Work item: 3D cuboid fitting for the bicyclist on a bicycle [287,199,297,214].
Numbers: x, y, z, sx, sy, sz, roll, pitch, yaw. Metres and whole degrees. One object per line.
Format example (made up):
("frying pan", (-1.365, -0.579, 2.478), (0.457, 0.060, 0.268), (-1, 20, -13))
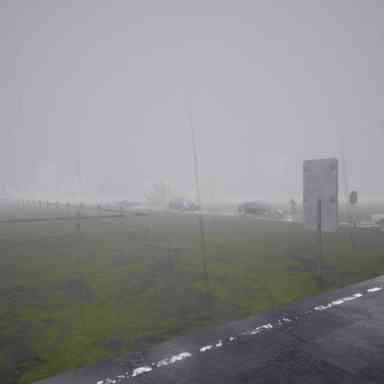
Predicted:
("bicyclist on a bicycle", (10.493, 1.511, 34.797), (1.656, 1.620, 0.582), (0, 0, -35))

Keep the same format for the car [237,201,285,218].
("car", (6.214, 1.549, 30.503), (2.128, 1.511, 4.902), (0, 0, -35))

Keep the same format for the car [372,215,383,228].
("car", (12.998, 1.621, 19.138), (1.895, 1.301, 4.718), (0, 0, -19))

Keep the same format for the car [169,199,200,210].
("car", (-1.067, 1.705, 45.941), (1.895, 1.301, 4.718), (0, 0, -35))

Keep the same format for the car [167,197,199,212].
("car", (-1.162, 1.445, 40.971), (2.097, 1.767, 4.553), (0, 0, -35))

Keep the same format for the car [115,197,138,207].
("car", (-10.417, 1.670, 54.235), (1.812, 1.442, 4.674), (0, 0, -35))
